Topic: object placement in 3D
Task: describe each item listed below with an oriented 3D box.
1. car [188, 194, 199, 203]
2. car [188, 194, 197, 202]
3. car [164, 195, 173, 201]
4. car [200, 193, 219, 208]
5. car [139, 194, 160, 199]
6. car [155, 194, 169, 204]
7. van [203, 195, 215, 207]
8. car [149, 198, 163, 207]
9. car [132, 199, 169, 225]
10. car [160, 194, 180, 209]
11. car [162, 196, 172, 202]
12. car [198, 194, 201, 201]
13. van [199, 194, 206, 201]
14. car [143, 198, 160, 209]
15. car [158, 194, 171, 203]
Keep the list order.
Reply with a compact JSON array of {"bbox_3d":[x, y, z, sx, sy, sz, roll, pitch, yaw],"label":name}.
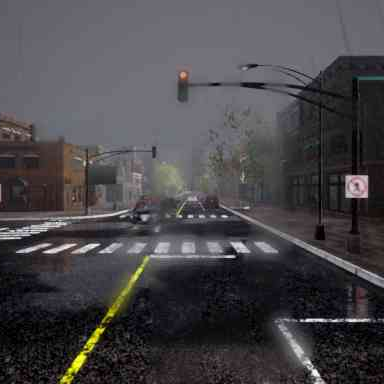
[{"bbox_3d":[0.131,1.509,69.111,1.812,1.442,4.674,0,0,0],"label":"car"},{"bbox_3d":[0.039,1.335,79.249,2.097,1.767,4.553,0,0,0],"label":"car"},{"bbox_3d":[-5.654,1.525,80.195,1.887,1.381,4.507,-1,0,0],"label":"car"},{"bbox_3d":[2.709,1.304,46.927,2.192,1.841,5.009,-1,0,0],"label":"car"},{"bbox_3d":[-5.674,1.306,41.386,2.192,1.841,5.009,-1,0,0],"label":"car"},{"bbox_3d":[-5.664,1.300,63.563,2.192,1.841,5.009,-1,0,0],"label":"car"},{"bbox_3d":[2.712,1.329,52.471,1.690,1.788,3.998,-1,0,0],"label":"van"},{"bbox_3d":[-5.667,1.570,52.475,1.802,1.307,4.206,-1,0,0],"label":"car"},{"bbox_3d":[-3.093,1.513,24.249,2.128,1.511,4.902,0,0,0],"label":"car"},{"bbox_3d":[-3.075,1.467,44.889,1.882,1.535,5.008,0,0,0],"label":"car"},{"bbox_3d":[-5.656,1.548,74.650,1.947,1.339,4.313,-1,0,0],"label":"car"},{"bbox_3d":[2.719,1.536,63.559,2.008,1.369,4.403,-1,0,0],"label":"car"},{"bbox_3d":[2.728,1.319,85.735,1.690,1.788,3.998,-1,0,0],"label":"van"},{"bbox_3d":[-5.670,1.534,46.930,1.887,1.381,4.507,-1,0,0],"label":"car"},{"bbox_3d":[-5.661,1.298,69.107,2.192,1.841,5.009,-1,0,0],"label":"car"}]
